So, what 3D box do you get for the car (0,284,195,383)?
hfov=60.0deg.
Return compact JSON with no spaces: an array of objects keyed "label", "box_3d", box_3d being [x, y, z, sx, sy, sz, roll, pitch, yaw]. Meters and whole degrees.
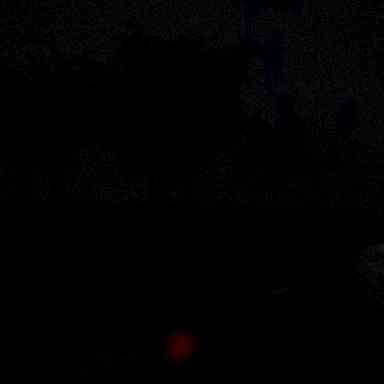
[{"label":"car","box_3d":[-2.027,1.568,2.596,4.181,1.385,1.994,0,0,-36]}]
